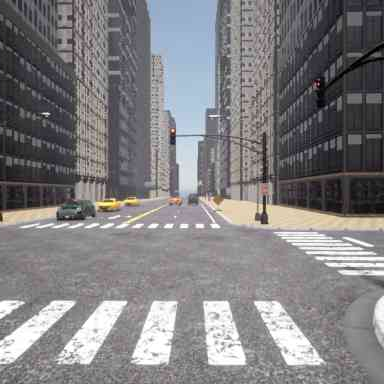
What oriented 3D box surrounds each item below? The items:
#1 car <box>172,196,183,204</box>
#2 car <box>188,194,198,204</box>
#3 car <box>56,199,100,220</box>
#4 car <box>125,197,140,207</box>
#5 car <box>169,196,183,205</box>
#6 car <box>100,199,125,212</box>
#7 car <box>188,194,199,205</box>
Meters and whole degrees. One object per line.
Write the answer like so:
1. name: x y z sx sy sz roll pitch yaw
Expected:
1. car: -2.998 1.634 70.208 2.128 1.511 4.902 0 0 0
2. car: 0.254 1.361 70.439 2.150 2.045 5.566 0 0 0
3. car: -9.777 1.374 28.310 2.097 1.767 4.553 0 0 0
4. car: -9.693 1.557 53.649 1.882 1.535 5.008 0 0 0
5. car: -2.994 1.452 60.019 2.097 1.767 4.553 0 0 0
6. car: -9.749 1.520 39.327 1.882 1.535 5.008 0 0 0
7. car: 0.255 1.606 60.232 1.837 1.490 4.892 0 0 0
